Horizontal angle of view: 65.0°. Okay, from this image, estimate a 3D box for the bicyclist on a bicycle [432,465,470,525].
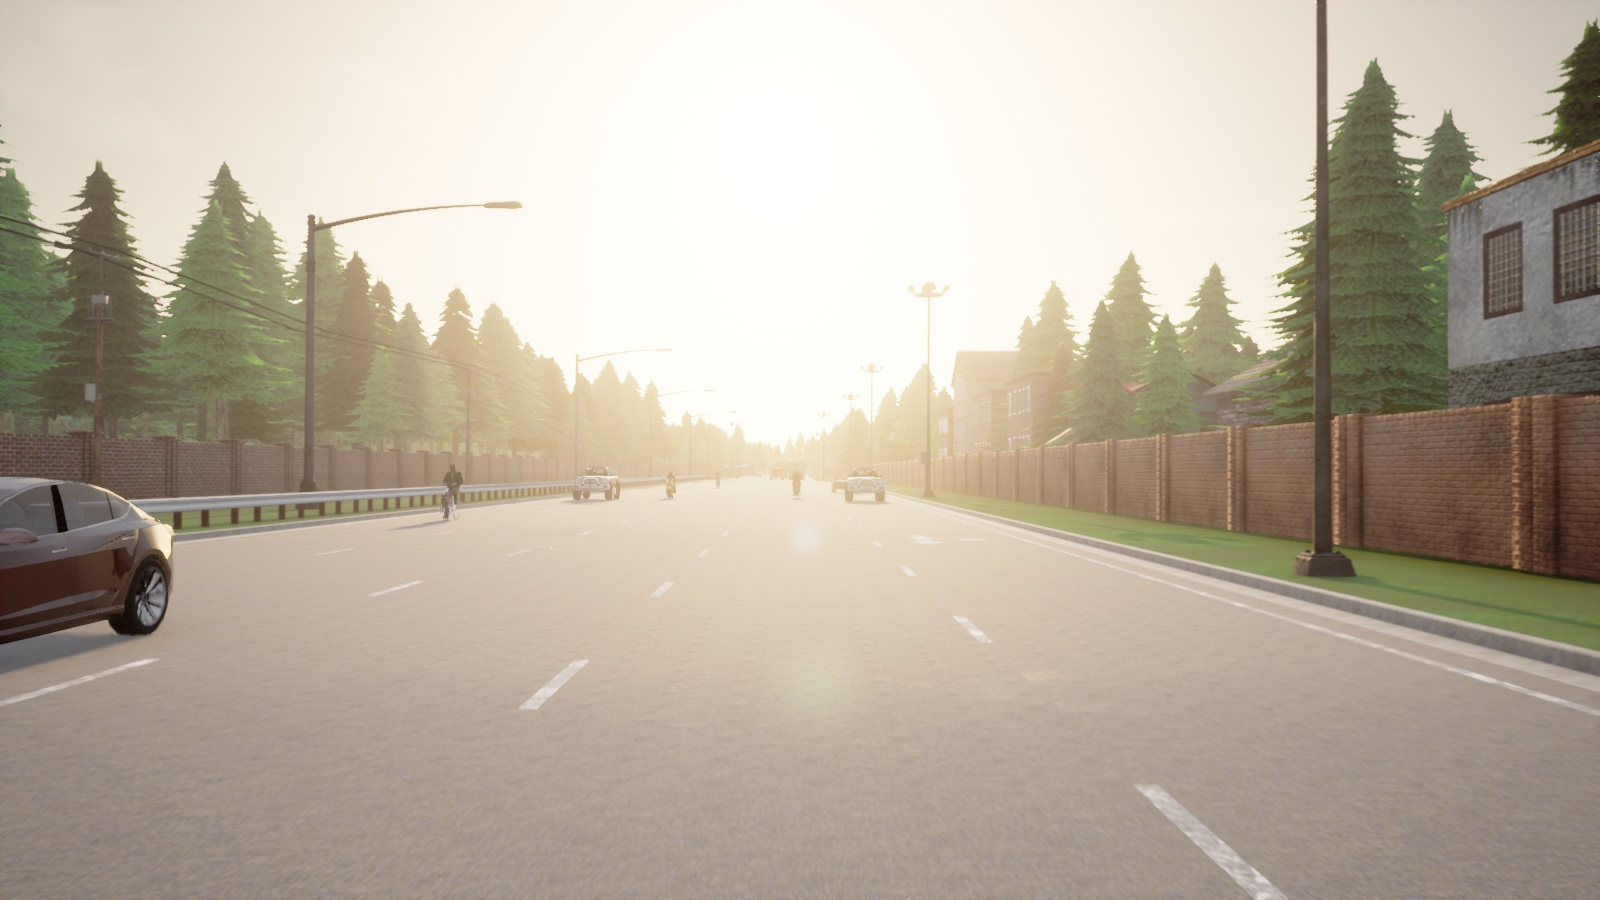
[{"bbox_3d":[-10.593,1.366,38.153,0.659,1.776,1.843,0,-1,0],"label":"bicyclist on a bicycle"}]

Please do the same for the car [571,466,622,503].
[{"bbox_3d":[-10.665,1.781,66.155,1.932,1.855,4.605,0,-1,0],"label":"car"}]

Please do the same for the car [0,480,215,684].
[{"bbox_3d":[-7.026,1.016,10.379,2.163,1.488,4.792,0,-1,0],"label":"car"}]

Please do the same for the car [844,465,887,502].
[{"bbox_3d":[3.339,1.702,64.779,1.932,1.855,4.605,0,-1,0],"label":"car"}]

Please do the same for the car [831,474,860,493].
[{"bbox_3d":[3.275,2.427,91.078,1.895,1.301,4.718,0,-1,0],"label":"car"}]
